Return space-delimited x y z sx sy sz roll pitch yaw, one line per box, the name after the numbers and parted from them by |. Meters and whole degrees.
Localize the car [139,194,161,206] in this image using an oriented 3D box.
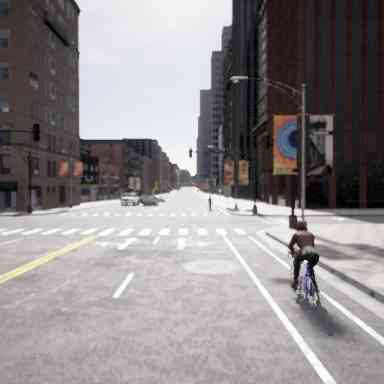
-6.621 1.311 52.546 2.097 1.767 4.553 0 0 0 | car

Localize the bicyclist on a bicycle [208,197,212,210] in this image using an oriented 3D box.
2.226 1.420 40.817 0.582 1.620 1.656 0 0 0 | bicyclist on a bicycle

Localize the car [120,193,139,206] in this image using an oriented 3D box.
-9.869 1.184 52.918 2.150 2.045 5.566 0 0 0 | car

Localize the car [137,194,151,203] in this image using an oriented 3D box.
-9.816 1.301 68.358 2.097 1.767 4.553 0 0 0 | car

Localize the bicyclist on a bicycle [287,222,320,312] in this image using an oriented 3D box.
2.258 1.443 6.763 0.582 1.620 1.656 0 0 0 | bicyclist on a bicycle

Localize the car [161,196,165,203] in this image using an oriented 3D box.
-6.565 1.543 68.130 1.895 1.301 4.718 0 0 0 | car
